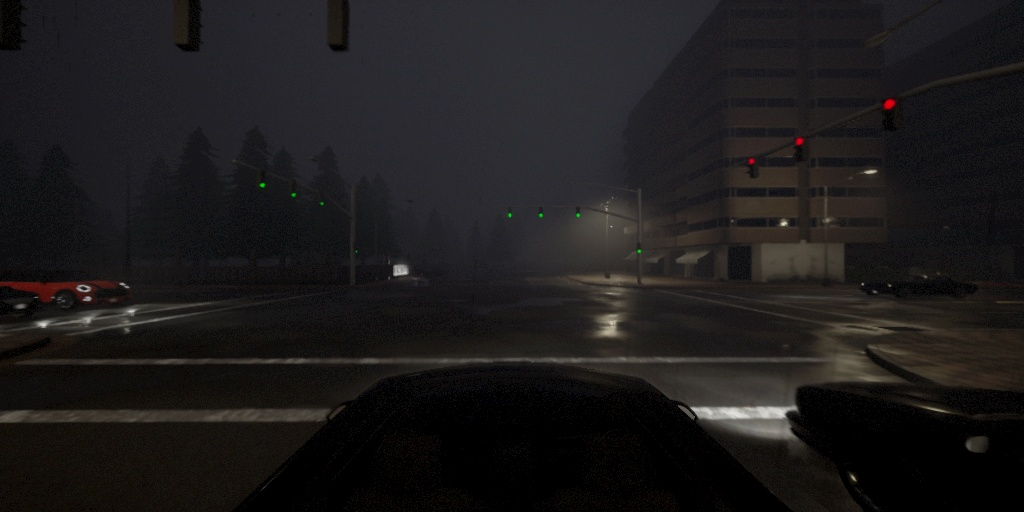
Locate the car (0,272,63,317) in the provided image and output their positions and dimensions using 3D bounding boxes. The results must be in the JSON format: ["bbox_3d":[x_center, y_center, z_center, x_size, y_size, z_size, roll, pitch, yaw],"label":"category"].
[{"bbox_3d":[-19.039,1.438,12.103,4.902,1.511,2.128,0,-1,0],"label":"car"}]

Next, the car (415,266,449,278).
[{"bbox_3d":[-9.332,1.832,42.162,1.895,1.301,4.718,5,1,20],"label":"car"}]

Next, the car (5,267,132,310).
[{"bbox_3d":[-19.580,1.346,15.603,4.553,1.767,2.097,0,-1,0],"label":"car"}]

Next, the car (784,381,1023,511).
[{"bbox_3d":[3.618,1.289,1.064,2.033,1.411,5.357,0,-1,0],"label":"car"}]

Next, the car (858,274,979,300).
[{"bbox_3d":[21.962,1.652,19.546,4.718,1.301,1.895,0,-1,0],"label":"car"}]
